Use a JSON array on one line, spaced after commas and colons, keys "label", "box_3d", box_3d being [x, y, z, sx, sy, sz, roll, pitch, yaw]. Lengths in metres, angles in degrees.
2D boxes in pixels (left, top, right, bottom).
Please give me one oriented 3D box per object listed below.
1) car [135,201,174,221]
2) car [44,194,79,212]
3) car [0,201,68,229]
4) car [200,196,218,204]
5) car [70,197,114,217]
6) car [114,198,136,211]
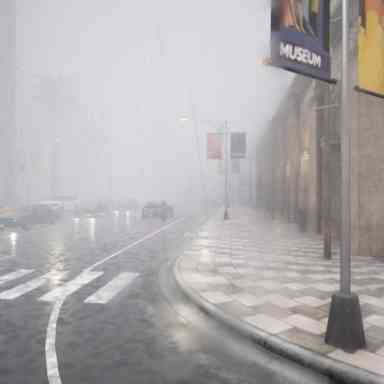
[{"label": "car", "box_3d": [-2.724, 1.499, 27.213, 2.128, 1.511, 4.902, 0, 0, 7]}, {"label": "car", "box_3d": [-12.780, 1.215, 32.238, 2.150, 2.045, 5.566, 0, 0, 7]}, {"label": "car", "box_3d": [-10.540, 1.543, 21.705, 2.033, 1.411, 5.357, 0, 0, 7]}, {"label": "car", "box_3d": [3.183, 1.554, 61.375, 1.837, 1.490, 4.892, -3, -2, 29]}, {"label": "car", "box_3d": [-9.329, 1.519, 31.581, 1.812, 1.442, 4.674, 0, 0, 7]}, {"label": "car", "box_3d": [-8.024, 1.518, 41.680, 1.812, 1.442, 4.674, 0, 0, 7]}]
